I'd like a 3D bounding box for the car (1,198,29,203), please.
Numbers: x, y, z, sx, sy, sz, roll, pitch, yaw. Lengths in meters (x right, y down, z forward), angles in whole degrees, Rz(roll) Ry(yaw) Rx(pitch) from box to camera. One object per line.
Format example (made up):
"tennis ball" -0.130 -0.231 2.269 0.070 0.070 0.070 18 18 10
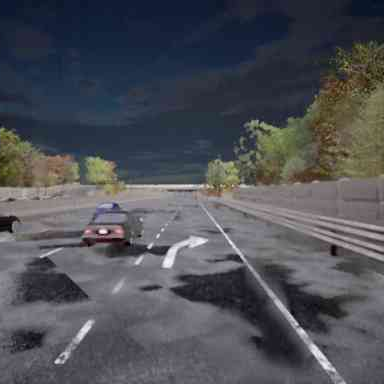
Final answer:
"car" -21.068 1.636 40.957 1.994 1.385 4.181 0 0 0

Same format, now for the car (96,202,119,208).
"car" -6.895 1.565 27.724 1.812 1.442 4.674 0 0 0

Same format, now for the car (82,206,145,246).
"car" -3.402 1.566 15.245 2.033 1.411 5.357 0 0 0

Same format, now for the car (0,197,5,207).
"car" -31.522 1.584 51.810 1.882 1.535 5.008 0 0 1

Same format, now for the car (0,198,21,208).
"car" -28.027 1.627 50.251 1.812 1.442 4.674 0 0 1

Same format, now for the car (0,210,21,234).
"car" -10.396 1.510 16.465 2.128 1.511 4.902 0 0 0
